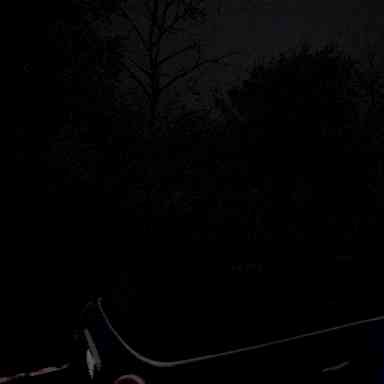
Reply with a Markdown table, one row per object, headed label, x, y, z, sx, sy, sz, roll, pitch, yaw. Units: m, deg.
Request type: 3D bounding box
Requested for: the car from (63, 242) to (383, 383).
| label | x | y | z | sx | sy | sz | roll | pitch | yaw |
| --- | --- | --- | --- | --- | --- | --- | --- | --- | --- |
| car | 1.095 | 1.352 | 3.577 | 4.553 | 1.767 | 2.097 | 0 | 0 | -27 |
